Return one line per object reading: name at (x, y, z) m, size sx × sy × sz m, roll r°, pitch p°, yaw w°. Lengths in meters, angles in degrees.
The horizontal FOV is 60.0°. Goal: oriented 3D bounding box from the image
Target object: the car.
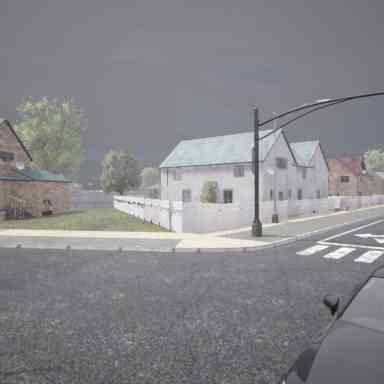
car at (2.548, 1.524, 3.442) m, size 1.812 × 1.442 × 4.674 m, roll 0°, pitch 0°, yaw 42°
